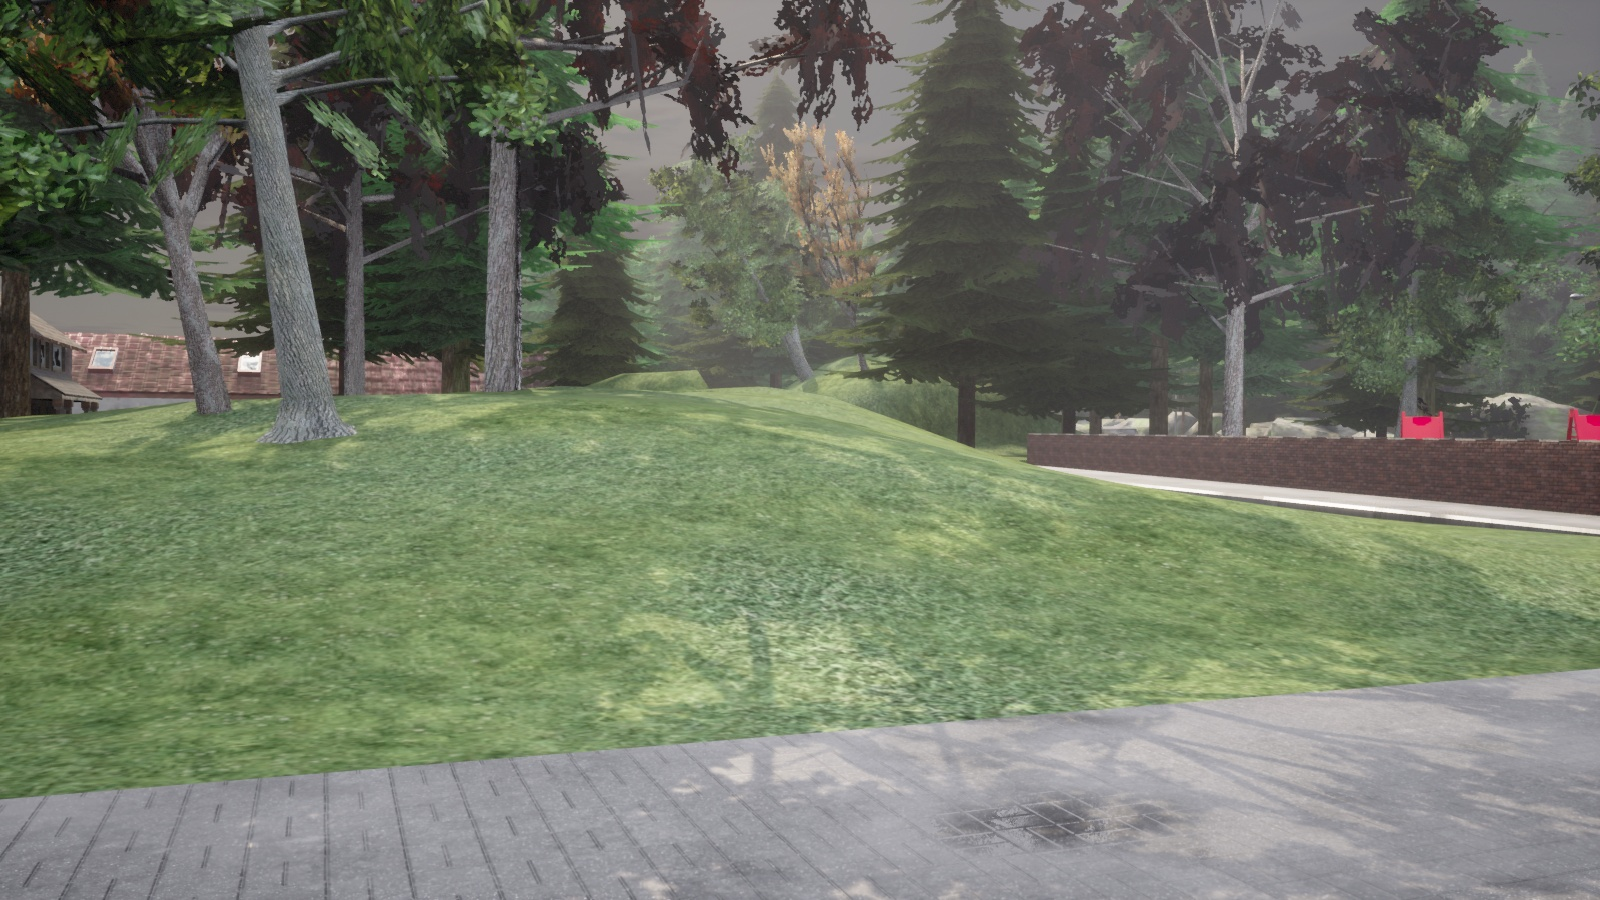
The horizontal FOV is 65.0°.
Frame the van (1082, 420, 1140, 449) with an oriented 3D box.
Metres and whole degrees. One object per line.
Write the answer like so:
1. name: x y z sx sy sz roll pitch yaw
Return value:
1. van: 22.019 -1.135 89.034 1.775 1.987 4.442 -1 1 -21
